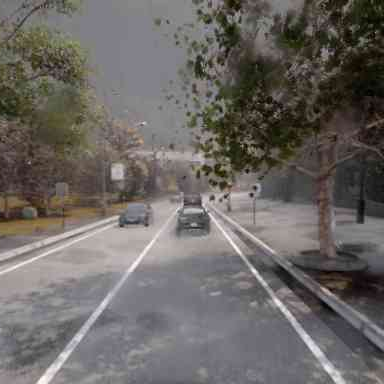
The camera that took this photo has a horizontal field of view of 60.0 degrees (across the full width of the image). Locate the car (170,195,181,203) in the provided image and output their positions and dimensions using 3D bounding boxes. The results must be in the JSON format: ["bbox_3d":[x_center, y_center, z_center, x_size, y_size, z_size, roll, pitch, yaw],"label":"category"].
[{"bbox_3d":[-3.027,1.373,62.968,1.812,1.442,4.674,0,1,5],"label":"car"}]

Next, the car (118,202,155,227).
[{"bbox_3d":[-3.595,1.465,22.239,1.837,1.490,4.892,0,0,0],"label":"car"}]

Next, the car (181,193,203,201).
[{"bbox_3d":[0.104,1.148,40.002,2.150,2.045,5.566,0,0,0],"label":"car"}]

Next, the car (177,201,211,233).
[{"bbox_3d":[0.102,1.490,19.246,1.812,1.442,4.674,0,0,0],"label":"car"}]
